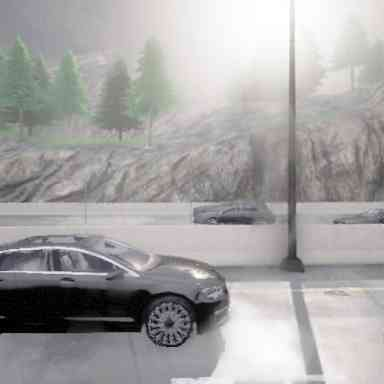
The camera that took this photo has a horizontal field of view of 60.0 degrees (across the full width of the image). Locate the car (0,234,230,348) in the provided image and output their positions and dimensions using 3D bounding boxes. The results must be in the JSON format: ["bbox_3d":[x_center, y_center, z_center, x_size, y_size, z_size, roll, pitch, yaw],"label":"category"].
[{"bbox_3d":[-1.838,1.492,5.579,4.902,1.511,2.128,0,0,-2],"label":"car"}]
